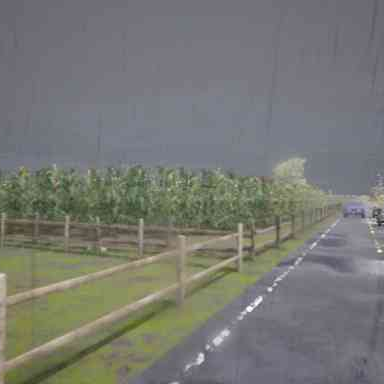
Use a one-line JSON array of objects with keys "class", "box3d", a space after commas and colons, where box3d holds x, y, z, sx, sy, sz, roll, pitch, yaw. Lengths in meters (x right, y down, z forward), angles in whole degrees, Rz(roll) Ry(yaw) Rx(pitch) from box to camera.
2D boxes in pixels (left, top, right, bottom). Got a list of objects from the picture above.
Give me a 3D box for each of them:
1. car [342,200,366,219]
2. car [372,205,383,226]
[{"class": "car", "box3d": [18.856, 1.959, 38.660, 2.150, 2.045, 5.566, 0, -1, 27]}, {"class": "car", "box3d": [16.817, 2.137, 28.344, 2.033, 1.411, 5.357, 0, -1, 27]}]
